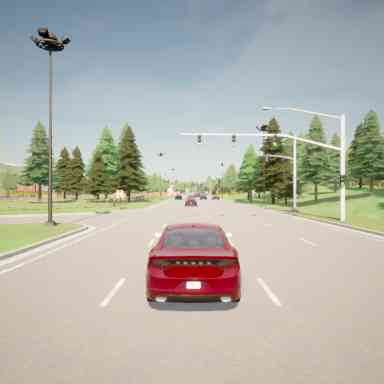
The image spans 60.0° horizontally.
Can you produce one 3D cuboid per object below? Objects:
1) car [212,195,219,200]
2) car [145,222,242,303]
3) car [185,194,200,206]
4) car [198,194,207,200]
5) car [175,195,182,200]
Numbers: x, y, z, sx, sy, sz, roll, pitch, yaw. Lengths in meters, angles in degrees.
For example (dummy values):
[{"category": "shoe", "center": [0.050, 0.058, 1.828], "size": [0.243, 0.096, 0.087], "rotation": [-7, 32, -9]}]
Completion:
[{"category": "car", "center": [6.731, 1.525, 94.363], "size": [2.128, 1.511, 4.902], "rotation": [0, 0, 0]}, {"category": "car", "center": [0.040, 1.478, 8.294], "size": [1.882, 1.535, 5.008], "rotation": [0, 0, 0]}, {"category": "car", "center": [-0.150, 1.525, 52.897], "size": [1.812, 1.442, 4.674], "rotation": [0, 0, 0]}, {"category": "car", "center": [3.231, 1.524, 94.353], "size": [1.812, 1.442, 4.674], "rotation": [0, 0, 0]}, {"category": "car", "center": [-3.769, 1.478, 94.333], "size": [1.882, 1.535, 5.008], "rotation": [0, 0, 0]}]
